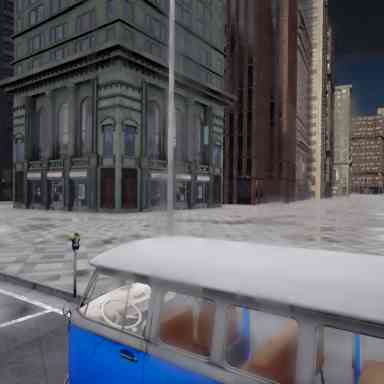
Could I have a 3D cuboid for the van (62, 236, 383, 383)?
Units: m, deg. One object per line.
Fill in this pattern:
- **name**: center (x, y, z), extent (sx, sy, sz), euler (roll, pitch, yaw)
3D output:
- **van**: center (0.722, 1.341, 2.477), extent (3.998, 1.788, 1.690), euler (0, 1, 35)
